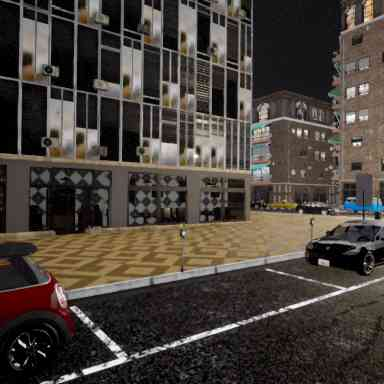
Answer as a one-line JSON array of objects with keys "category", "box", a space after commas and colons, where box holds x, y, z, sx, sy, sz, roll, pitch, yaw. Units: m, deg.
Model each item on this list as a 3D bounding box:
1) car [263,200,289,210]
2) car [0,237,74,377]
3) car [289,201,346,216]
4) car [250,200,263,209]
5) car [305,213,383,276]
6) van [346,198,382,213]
[{"category": "car", "box": [12.719, 1.787, 46.694, 1.752, 1.417, 4.829, 0, -1, -35]}, {"category": "car", "box": [-3.682, 1.440, 3.922, 4.097, 1.590, 1.967, 0, 1, -35]}, {"category": "car", "box": [12.253, 1.620, 32.662, 2.008, 1.369, 4.403, 0, -1, -35]}, {"category": "car", "box": [9.654, 1.864, 51.114, 1.947, 1.339, 4.313, 0, -1, -35]}, {"category": "car", "box": [5.398, 1.567, 10.392, 4.313, 1.339, 1.947, 0, 1, -35]}, {"category": "van", "box": [19.143, 1.525, 37.437, 1.690, 1.788, 3.998, 0, -1, -35]}]
